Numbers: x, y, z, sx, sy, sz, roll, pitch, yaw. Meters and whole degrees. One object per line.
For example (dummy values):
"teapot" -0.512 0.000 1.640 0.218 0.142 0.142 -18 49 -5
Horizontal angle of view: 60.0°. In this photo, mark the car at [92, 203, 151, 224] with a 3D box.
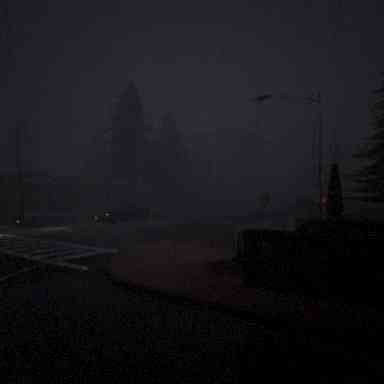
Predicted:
"car" -5.289 1.572 25.395 2.128 1.511 4.902 0 0 38

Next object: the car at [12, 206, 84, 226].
"car" -10.489 1.702 24.399 1.895 1.301 4.718 0 0 38

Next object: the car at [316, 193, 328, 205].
"car" 22.340 1.244 55.606 2.150 2.045 5.566 0 0 38

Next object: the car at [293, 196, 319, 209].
"car" 16.082 1.633 47.398 1.895 1.301 4.718 0 0 37
